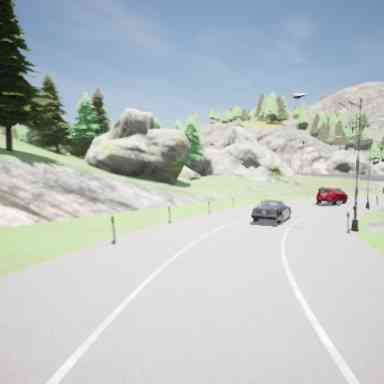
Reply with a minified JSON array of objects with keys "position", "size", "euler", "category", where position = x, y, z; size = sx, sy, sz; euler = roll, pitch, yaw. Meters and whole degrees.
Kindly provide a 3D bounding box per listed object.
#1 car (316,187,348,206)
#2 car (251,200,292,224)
[{"position":[16.623,0.421,39.407],"size":[2.150,2.045,5.566],"euler":[5,5,42],"category":"car"},{"position":[5.547,1.262,22.839],"size":[2.033,1.411,5.357],"euler":[3,2,26],"category":"car"}]
